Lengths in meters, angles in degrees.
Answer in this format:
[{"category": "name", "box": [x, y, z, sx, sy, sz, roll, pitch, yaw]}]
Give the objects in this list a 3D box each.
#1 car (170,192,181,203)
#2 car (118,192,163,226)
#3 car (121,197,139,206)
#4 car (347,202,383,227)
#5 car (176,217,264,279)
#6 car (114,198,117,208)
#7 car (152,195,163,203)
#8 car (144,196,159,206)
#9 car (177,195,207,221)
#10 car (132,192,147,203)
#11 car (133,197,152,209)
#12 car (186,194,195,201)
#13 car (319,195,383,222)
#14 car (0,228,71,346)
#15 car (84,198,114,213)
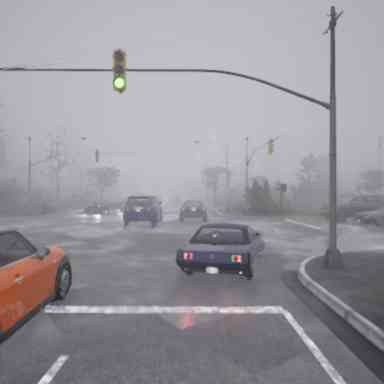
[{"category": "car", "box": [-3.488, 1.394, 68.914, 2.128, 1.511, 4.902, 0, 1, 0]}, {"category": "car", "box": [-3.391, 1.252, 23.605, 2.150, 2.045, 5.566, 0, 0, 0]}, {"category": "car", "box": [-10.485, 1.568, 56.704, 2.033, 1.411, 5.357, 0, 0, 0]}, {"category": "car", "box": [13.875, 1.578, 22.600, 5.357, 1.411, 2.033, 0, 0, -3]}, {"category": "car", "box": [1.100, 1.614, 10.217, 1.895, 1.301, 4.718, 0, 0, 16]}, {"category": "car", "box": [-10.539, 1.534, 46.860, 1.882, 1.535, 5.008, 0, 0, 0]}, {"category": "car", "box": [-6.983, 1.391, 68.459, 1.837, 1.490, 4.892, 0, 1, 0]}, {"category": "car", "box": [-6.978, 1.502, 58.033, 2.128, 1.511, 4.902, 0, 0, 0]}, {"category": "car", "box": [0.110, 1.388, 27.889, 2.097, 1.767, 4.553, 0, 0, 0]}, {"category": "car", "box": [-10.484, 1.130, 67.071, 2.150, 2.045, 5.566, 0, 1, 0]}, {"category": "car", "box": [-7.032, 1.534, 47.936, 1.882, 1.535, 5.008, 0, 0, 1]}, {"category": "car", "box": [-0.374, 1.249, 79.269, 1.994, 1.385, 4.181, 0, 1, -5]}, {"category": "car", "box": [12.929, 1.257, 26.052, 5.566, 2.045, 2.150, 0, 0, -3]}, {"category": "car", "box": [-3.599, 1.359, 5.443, 2.097, 1.767, 4.553, 0, 0, -3]}, {"category": "car", "box": [-10.574, 1.649, 37.497, 1.895, 1.301, 4.718, 0, 0, 0]}]
